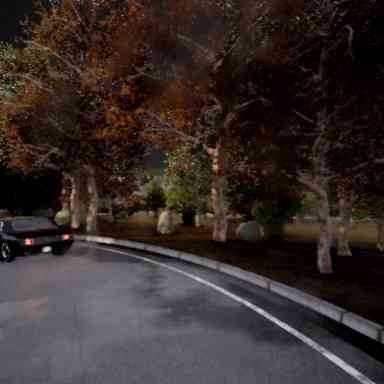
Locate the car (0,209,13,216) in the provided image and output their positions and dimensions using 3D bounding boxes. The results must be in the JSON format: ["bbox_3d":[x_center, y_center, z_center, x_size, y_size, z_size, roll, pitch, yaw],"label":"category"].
[{"bbox_3d":[-41.848,4.566,74.801,1.812,1.442,4.674,-1,-4,-18],"label":"car"}]

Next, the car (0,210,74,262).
[{"bbox_3d":[-6.357,1.558,12.088,4.718,1.301,1.895,0,1,39],"label":"car"}]
